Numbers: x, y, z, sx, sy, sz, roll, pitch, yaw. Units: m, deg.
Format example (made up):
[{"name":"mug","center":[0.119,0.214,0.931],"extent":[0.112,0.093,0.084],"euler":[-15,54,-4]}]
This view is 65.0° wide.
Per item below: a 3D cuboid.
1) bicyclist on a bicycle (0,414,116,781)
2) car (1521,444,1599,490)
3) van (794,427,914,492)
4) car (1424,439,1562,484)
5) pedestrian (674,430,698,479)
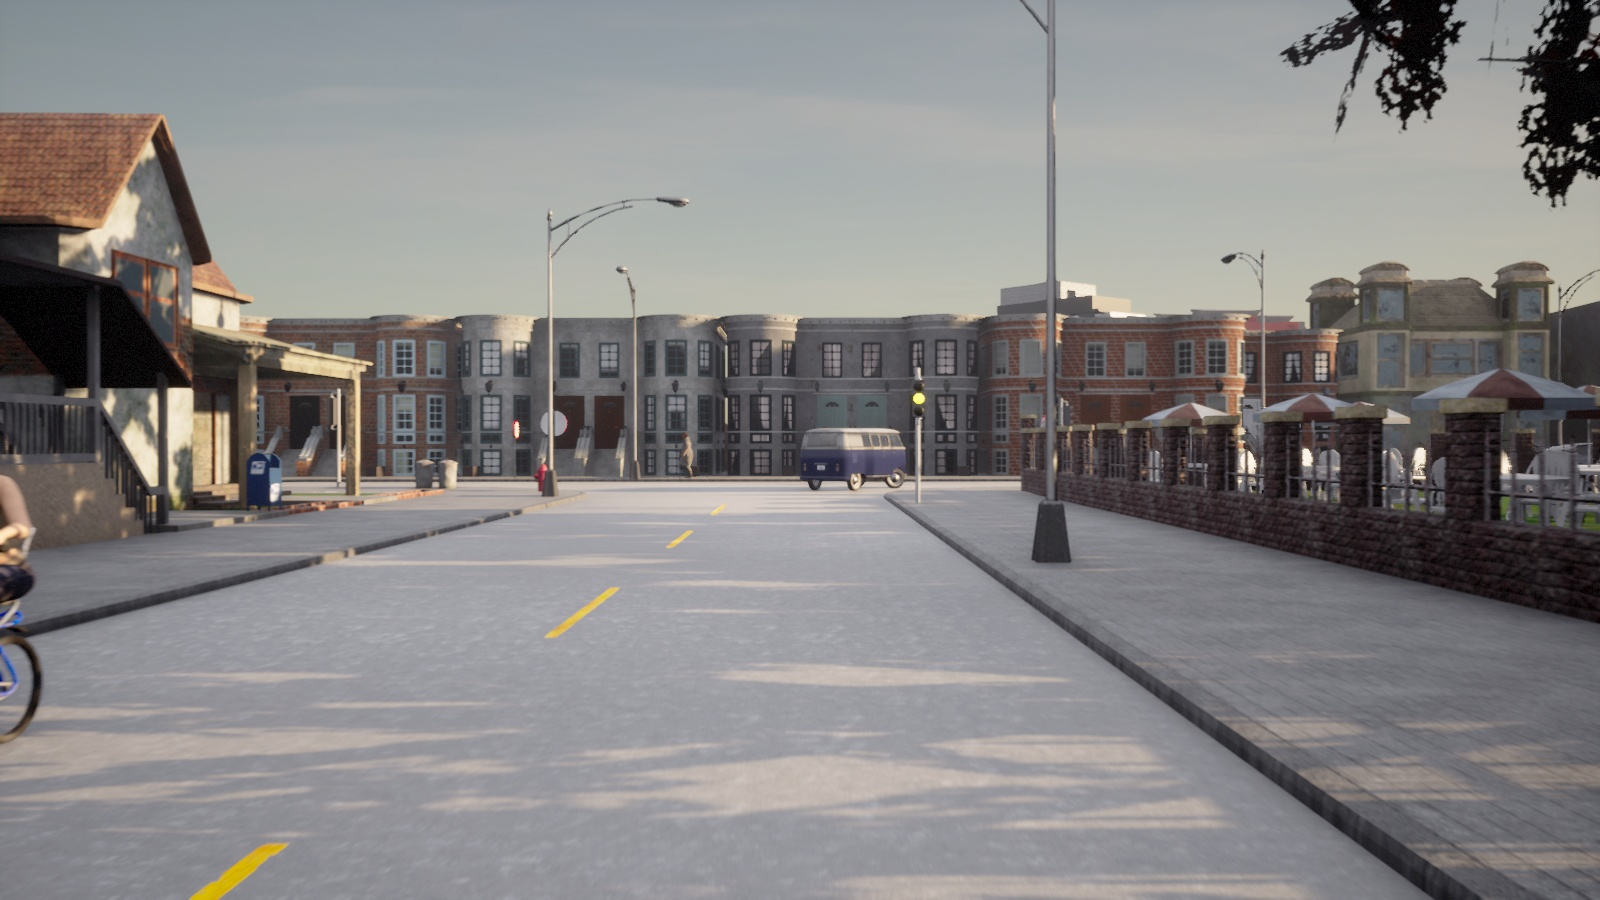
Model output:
[{"name":"bicyclist on a bicycle","center":[-3.952,0.648,5.693],"extent":[0.866,1.612,1.509],"euler":[0,0,0]},{"name":"car","center":[26.963,0.533,41.718],"extent":[4.792,1.488,2.163],"euler":[0,0,0]},{"name":"van","center":[1.794,0.274,40.267],"extent":[1.775,1.987,4.442],"euler":[0,0,34]},{"name":"car","center":[25.190,0.407,45.728],"extent":[3.988,1.617,1.851],"euler":[0,0,0]},{"name":"pedestrian","center":[-4.506,0.173,49.579],"extent":[0.873,1.952,0.659],"euler":[0,0,3]}]
